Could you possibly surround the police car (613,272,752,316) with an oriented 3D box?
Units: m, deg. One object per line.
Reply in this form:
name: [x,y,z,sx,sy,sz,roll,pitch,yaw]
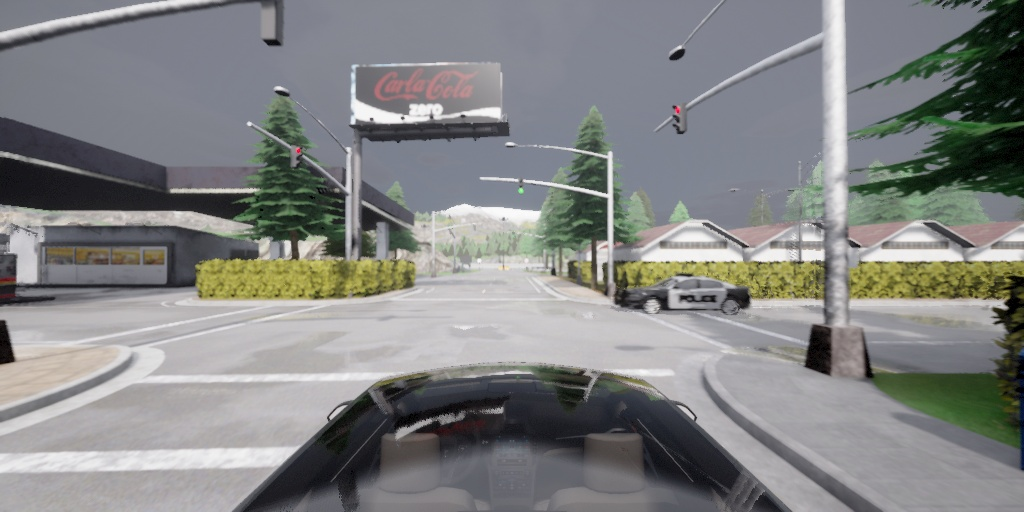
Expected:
police car: [6.907,1.510,14.753,5.238,1.638,1.930,0,-1,0]
